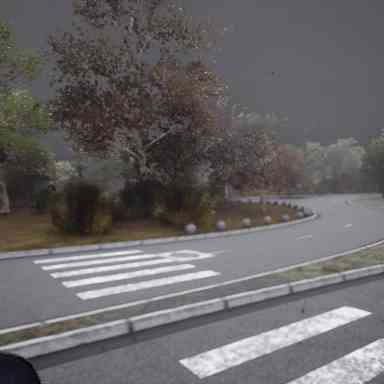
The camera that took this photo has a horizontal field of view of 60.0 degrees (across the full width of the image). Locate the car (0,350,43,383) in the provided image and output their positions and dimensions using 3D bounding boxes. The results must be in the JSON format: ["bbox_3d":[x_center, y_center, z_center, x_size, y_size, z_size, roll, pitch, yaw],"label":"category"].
[{"bbox_3d":[-2.749,1.550,1.434,4.181,1.385,1.994,1,0,-35],"label":"car"}]
